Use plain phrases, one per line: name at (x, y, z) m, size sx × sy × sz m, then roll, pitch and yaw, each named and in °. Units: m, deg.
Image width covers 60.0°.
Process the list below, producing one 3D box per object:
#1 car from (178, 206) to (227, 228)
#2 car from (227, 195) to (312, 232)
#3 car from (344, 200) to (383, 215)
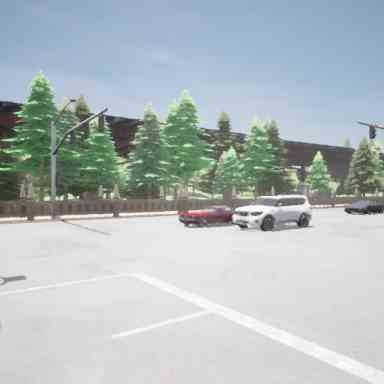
car at (1.411, 1.602, 22.226) m, size 4.718 × 1.301 × 1.895 m, roll 0°, pitch 0°, yaw -36°
car at (5.111, 1.222, 20.570) m, size 5.566 × 2.045 × 2.150 m, roll 0°, pitch 0°, yaw -36°
car at (17.705, 1.542, 33.888) m, size 5.357 × 1.411 × 2.033 m, roll 0°, pitch 0°, yaw -36°
